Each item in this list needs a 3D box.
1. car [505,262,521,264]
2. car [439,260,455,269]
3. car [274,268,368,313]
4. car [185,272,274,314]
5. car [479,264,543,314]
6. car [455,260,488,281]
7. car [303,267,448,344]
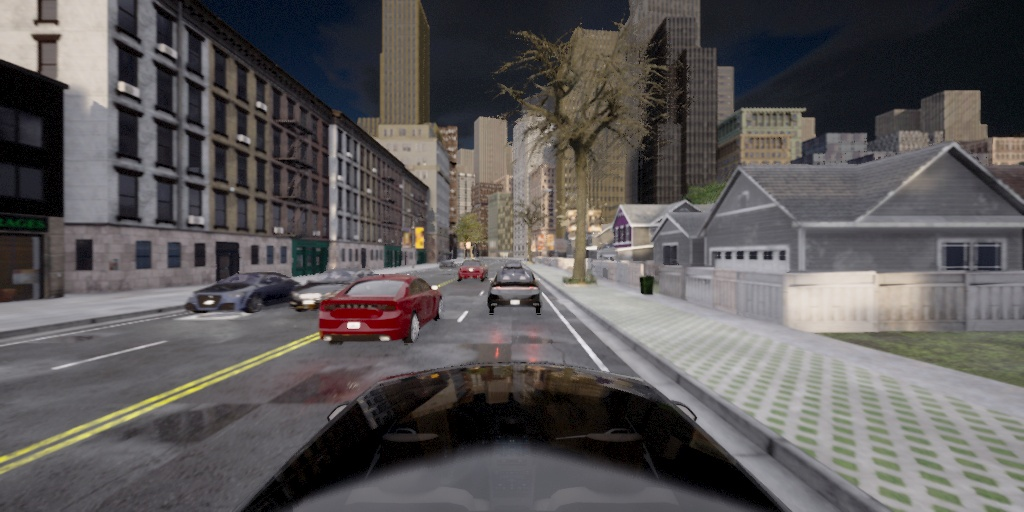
[{"bbox_3d":[0.099,1.246,29.991,2.128,1.511,4.902,0,0,0],"label":"car"},{"bbox_3d":[-9.818,1.304,54.809,1.994,1.385,4.181,0,0,1],"label":"car"},{"bbox_3d":[-6.600,1.247,14.112,2.128,1.511,4.902,0,0,0],"label":"car"},{"bbox_3d":[-9.850,1.319,13.650,1.994,1.385,4.181,0,0,0],"label":"car"},{"bbox_3d":[0.100,1.246,13.742,2.128,1.511,4.902,0,0,0],"label":"car"},{"bbox_3d":[-3.151,1.107,29.767,2.097,1.767,4.553,0,0,0],"label":"car"},{"bbox_3d":[-3.152,1.231,9.619,1.882,1.535,5.008,0,0,0],"label":"car"}]
